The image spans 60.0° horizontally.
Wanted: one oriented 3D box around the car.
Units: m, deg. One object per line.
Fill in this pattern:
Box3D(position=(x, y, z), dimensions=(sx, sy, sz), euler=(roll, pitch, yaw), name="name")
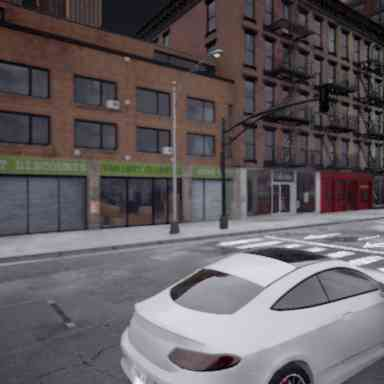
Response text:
Box3D(position=(1.382, 1.496, 4.420), dimensions=(4.674, 1.442, 1.812), euler=(-1, 0, -36), name="car")
